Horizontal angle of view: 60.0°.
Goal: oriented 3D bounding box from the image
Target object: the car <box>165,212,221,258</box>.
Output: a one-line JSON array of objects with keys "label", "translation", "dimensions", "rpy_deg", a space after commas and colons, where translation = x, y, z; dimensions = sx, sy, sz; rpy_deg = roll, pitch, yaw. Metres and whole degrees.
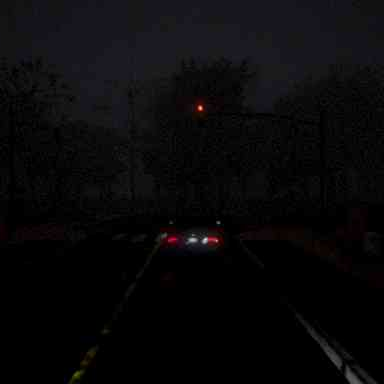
[{"label": "car", "translation": [0.100, 1.471, 12.412], "dimensions": [2.033, 1.411, 5.357], "rpy_deg": [0, 0, 2]}]
